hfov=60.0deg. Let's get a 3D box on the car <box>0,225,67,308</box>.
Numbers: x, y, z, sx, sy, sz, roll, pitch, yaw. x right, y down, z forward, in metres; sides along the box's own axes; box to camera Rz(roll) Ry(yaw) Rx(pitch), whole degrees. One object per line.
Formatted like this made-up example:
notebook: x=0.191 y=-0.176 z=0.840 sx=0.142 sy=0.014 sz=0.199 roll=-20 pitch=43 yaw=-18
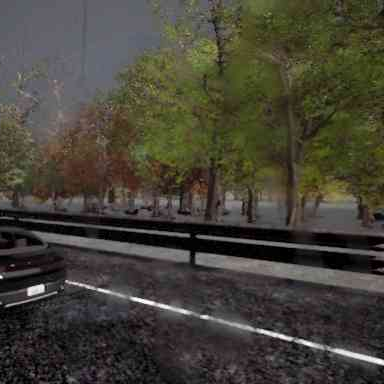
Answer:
car: x=-4.763 y=1.492 z=7.288 sx=4.892 sy=1.490 sz=1.837 roll=0 pitch=0 yaw=35
